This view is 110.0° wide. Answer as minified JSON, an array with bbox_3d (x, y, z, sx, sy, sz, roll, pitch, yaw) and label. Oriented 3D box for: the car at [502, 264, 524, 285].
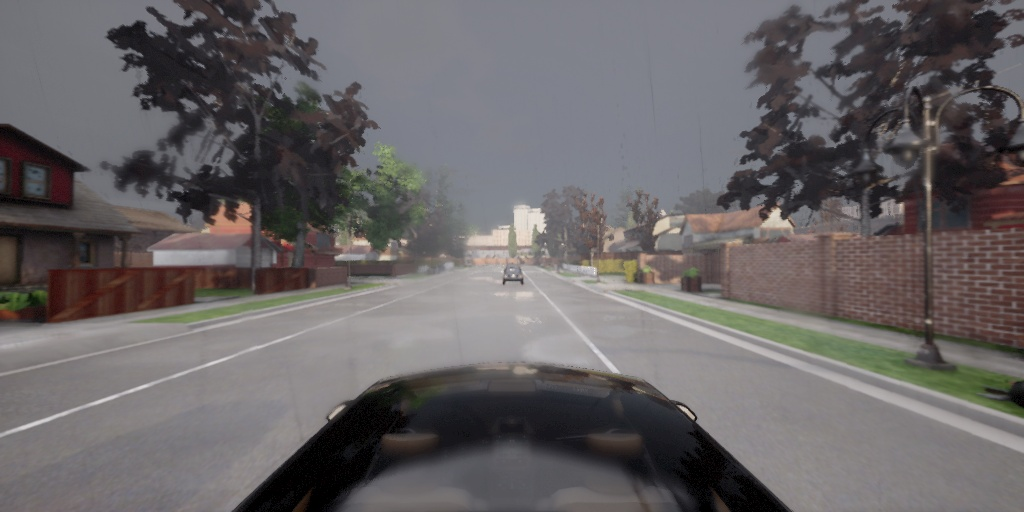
[{"bbox_3d":[0.091,1.670,30.973,2.033,1.411,5.357,0,-1,0],"label":"car"}]
